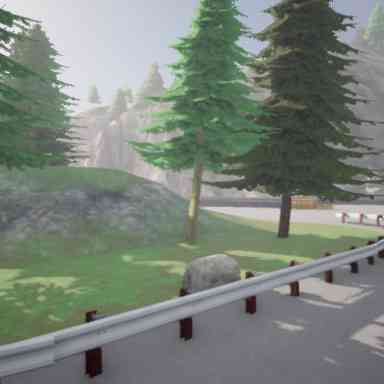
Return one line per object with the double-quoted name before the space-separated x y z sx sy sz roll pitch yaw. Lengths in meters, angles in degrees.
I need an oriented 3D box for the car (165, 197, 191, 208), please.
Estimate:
"car" -1.518 1.613 52.618 4.674 1.442 1.812 0 0 37
